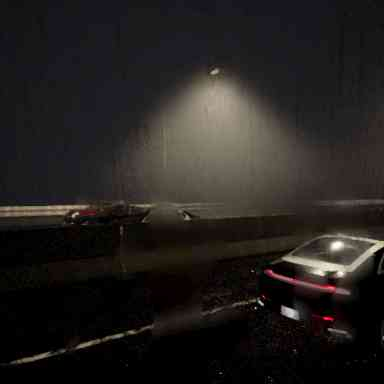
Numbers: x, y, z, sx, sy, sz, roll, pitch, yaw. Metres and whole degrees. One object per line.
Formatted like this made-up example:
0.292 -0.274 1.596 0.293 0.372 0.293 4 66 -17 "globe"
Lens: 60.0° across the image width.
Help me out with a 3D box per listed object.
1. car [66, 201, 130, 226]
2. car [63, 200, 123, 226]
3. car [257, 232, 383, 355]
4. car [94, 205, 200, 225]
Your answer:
-3.972 1.489 18.325 5.008 1.535 1.882 0 0 -35 "car"
-5.787 1.363 21.326 4.553 1.767 2.097 0 0 -35 "car"
3.369 1.504 6.123 4.902 1.511 2.128 0 0 -35 "car"
-1.777 1.517 15.589 4.892 1.490 1.837 0 0 -35 "car"
